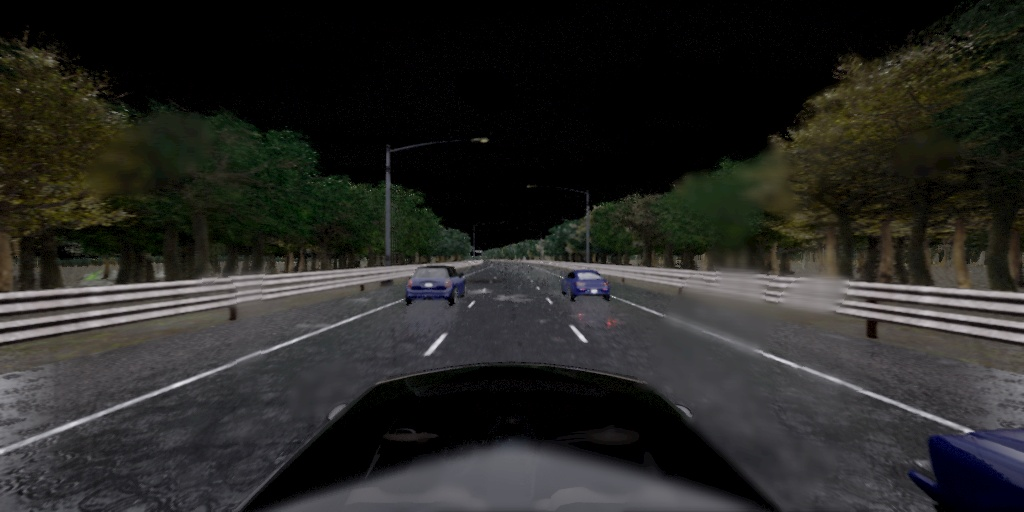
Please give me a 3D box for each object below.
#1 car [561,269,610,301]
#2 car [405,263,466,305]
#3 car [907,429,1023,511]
[{"bbox_3d":[3.601,1.389,18.020,1.812,1.442,4.674,0,0,0],"label":"car"},{"bbox_3d":[-3.399,1.207,16.767,2.097,1.767,4.553,0,0,0],"label":"car"},{"bbox_3d":[3.600,1.340,0.219,1.895,1.301,4.718,0,0,0],"label":"car"}]
